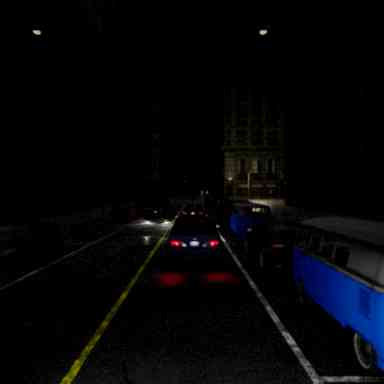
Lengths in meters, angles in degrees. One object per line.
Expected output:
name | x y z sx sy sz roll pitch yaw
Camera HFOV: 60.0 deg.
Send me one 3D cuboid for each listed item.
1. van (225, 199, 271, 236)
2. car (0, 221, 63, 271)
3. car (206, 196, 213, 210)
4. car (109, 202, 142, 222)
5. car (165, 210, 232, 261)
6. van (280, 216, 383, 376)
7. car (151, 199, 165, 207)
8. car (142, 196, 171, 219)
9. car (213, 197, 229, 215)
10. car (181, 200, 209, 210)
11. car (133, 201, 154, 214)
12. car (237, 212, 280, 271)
van | 2.851 1.424 16.636 1.690 1.788 3.998 0 0 0
car | -5.673 1.637 10.983 1.802 1.307 4.206 0 0 0
car | 2.851 1.478 33.582 2.192 1.841 5.009 0 0 0
car | -5.673 1.682 27.930 1.887 1.381 4.507 0 0 0
car | 0.085 1.610 12.505 2.033 1.411 5.357 0 0 0
van | 2.850 1.368 5.339 1.690 1.788 3.998 0 0 0
car | -5.673 1.816 56.176 1.947 1.339 4.313 0 0 0
car | -3.100 1.376 30.986 2.150 2.045 5.566 0 -1 0
car | 2.851 1.426 22.285 2.192 1.841 5.009 0 0 0
car | 0.085 1.684 27.660 2.033 1.411 5.357 0 0 0
car | -5.672 1.768 39.228 1.802 1.307 4.206 0 0 0
car | 2.852 1.600 10.987 1.887 1.381 4.507 0 0 0
